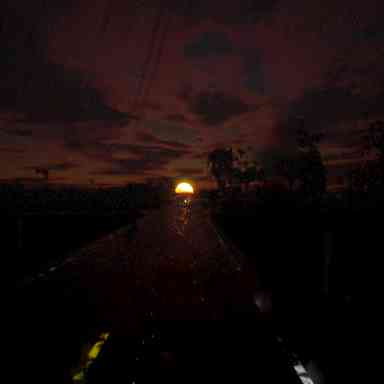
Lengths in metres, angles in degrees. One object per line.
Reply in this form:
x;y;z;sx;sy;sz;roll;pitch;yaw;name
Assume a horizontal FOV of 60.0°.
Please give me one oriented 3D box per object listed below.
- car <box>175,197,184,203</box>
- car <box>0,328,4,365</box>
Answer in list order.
-2.746;1.806;78.178;1.812;1.442;4.674;0;0;0;car
-2.851;1.531;1.653;1.812;1.442;4.674;0;0;0;car
